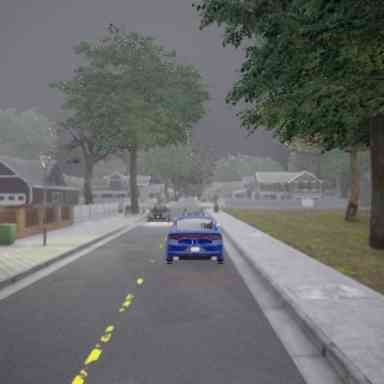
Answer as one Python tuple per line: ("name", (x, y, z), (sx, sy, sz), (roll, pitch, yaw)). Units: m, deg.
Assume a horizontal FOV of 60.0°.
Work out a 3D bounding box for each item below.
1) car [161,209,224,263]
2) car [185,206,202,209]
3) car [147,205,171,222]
("car", (0.099, 1.618, 12.522), (1.882, 1.535, 5.008), (0, -1, 0))
("car", (0.119, 1.925, 29.261), (1.895, 1.301, 4.718), (0, -1, 0))
("car", (-2.824, 1.892, 29.601), (1.994, 1.385, 4.181), (0, -1, 0))
